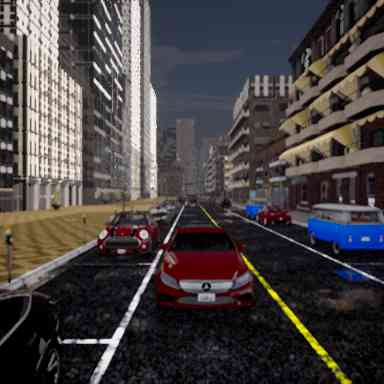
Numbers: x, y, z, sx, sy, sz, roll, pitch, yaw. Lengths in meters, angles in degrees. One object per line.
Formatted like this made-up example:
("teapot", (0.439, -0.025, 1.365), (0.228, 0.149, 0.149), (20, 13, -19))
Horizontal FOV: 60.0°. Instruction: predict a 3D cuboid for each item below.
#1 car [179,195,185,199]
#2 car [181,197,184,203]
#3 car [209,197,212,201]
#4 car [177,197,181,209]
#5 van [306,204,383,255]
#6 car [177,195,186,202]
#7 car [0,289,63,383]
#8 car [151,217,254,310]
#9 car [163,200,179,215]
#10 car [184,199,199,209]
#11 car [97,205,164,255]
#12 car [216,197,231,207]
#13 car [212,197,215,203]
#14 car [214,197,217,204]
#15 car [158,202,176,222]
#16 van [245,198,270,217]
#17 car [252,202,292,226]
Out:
("car", (-2.731, 1.950, 79.554), (1.947, 1.339, 4.313), (0, 0, 0))
("car", (-2.567, 1.773, 46.417), (1.947, 1.339, 4.313), (0, 0, 0))
("car", (5.649, 1.931, 79.594), (1.887, 1.381, 4.507), (0, 0, 0))
("car", (-2.512, 1.595, 35.372), (1.967, 1.590, 4.097), (0, 0, 0))
("van", (5.978, 1.398, 13.322), (1.690, 1.788, 3.998), (0, 0, 0))
("car", (-2.788, 1.762, 90.600), (2.192, 1.841, 5.009), (0, 0, 0))
("car", (-2.348, 1.575, 2.235), (1.947, 1.339, 4.313), (0, 0, 0))
("car", (0.228, 1.559, 8.024), (1.812, 1.442, 4.674), (0, 0, -1))
("car", (-2.485, 1.680, 29.848), (2.008, 1.369, 4.403), (0, 0, 0))
("car", (0.107, 1.753, 50.472), (1.812, 1.442, 4.674), (0, 0, 0))
("car", (-2.403, 1.494, 13.281), (1.967, 1.590, 4.097), (0, 0, 0))
("car", (5.759, 1.831, 57.503), (1.947, 1.339, 4.313), (0, 0, 0))
("car", (5.702, 1.851, 68.719), (1.752, 1.417, 4.829), (0, 0, 0))
("car", (5.731, 1.820, 63.195), (1.752, 1.417, 4.829), (0, 0, 0))
("car", (-2.457, 1.654, 24.325), (2.008, 1.369, 4.403), (0, 0, 0))
("van", (5.896, 1.473, 29.890), (1.690, 1.788, 3.998), (0, 0, 0))
("car", (5.923, 1.651, 24.366), (1.887, 1.381, 4.507), (0, 0, 0))
